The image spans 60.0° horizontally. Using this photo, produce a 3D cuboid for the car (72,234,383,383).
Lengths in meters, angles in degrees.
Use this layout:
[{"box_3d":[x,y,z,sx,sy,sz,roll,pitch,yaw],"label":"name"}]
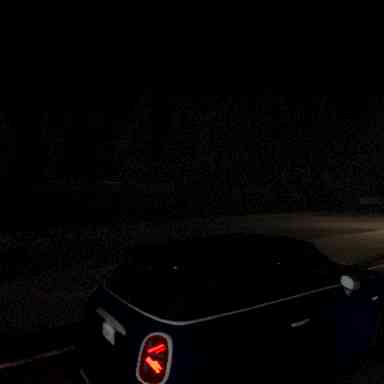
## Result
[{"box_3d":[0.930,1.354,4.409,4.553,1.767,2.097,0,0,-35],"label":"car"}]
